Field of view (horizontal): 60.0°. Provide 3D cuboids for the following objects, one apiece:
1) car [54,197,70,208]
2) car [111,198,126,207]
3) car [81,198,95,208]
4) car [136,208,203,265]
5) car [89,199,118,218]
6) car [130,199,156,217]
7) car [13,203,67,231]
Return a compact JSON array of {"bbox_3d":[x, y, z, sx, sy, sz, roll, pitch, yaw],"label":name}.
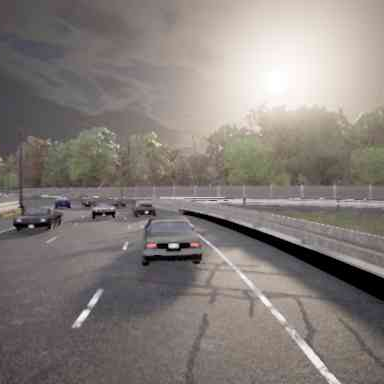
[{"bbox_3d":[-17.896,1.416,45.737,1.882,1.535,5.008,0,0,-26],"label":"car"},{"bbox_3d":[-10.792,1.511,47.218,1.895,1.301,4.718,0,0,-25],"label":"car"},{"bbox_3d":[-14.426,1.523,46.673,1.895,1.301,4.718,0,0,-26],"label":"car"},{"bbox_3d":[-0.813,1.519,11.608,2.033,1.411,5.357,0,0,-7],"label":"car"},{"bbox_3d":[-7.876,1.548,29.558,1.895,1.301,4.718,0,0,-16],"label":"car"},{"bbox_3d":[-4.461,1.439,30.226,1.837,1.490,4.892,0,0,-15],"label":"car"},{"bbox_3d":[-9.219,1.577,20.364,1.895,1.301,4.718,0,0,-11],"label":"car"}]
